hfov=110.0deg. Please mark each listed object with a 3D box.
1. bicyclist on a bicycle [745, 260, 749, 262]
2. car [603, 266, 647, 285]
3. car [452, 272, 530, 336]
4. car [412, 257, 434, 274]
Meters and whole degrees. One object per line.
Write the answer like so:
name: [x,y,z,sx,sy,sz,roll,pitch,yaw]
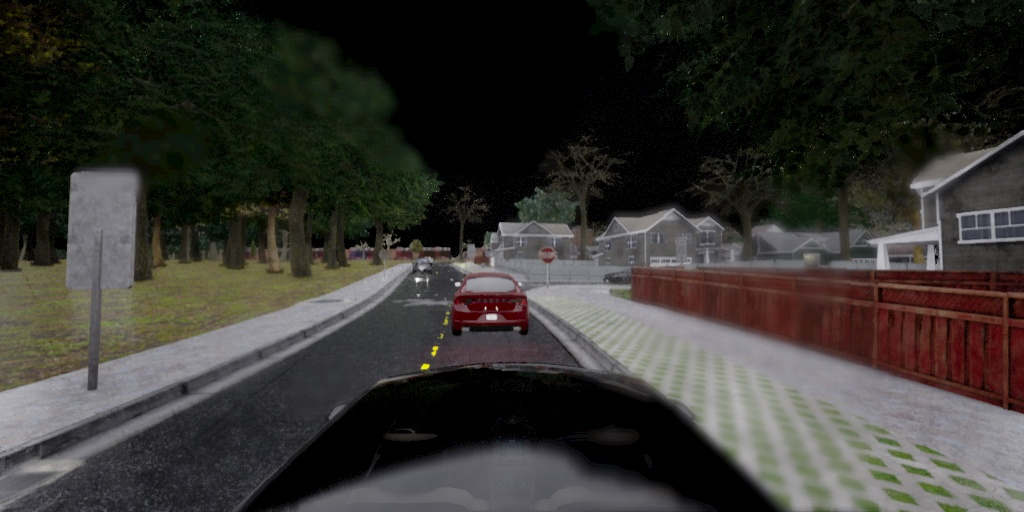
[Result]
bicyclist on a bicycle: [14.920,1.082,22.495,0.582,1.620,1.656,1,-3,-13]
car: [9.763,1.493,27.304,5.357,1.411,2.033,1,-2,-13]
car: [-0.665,1.206,10.457,1.882,1.535,5.008,0,0,-5]
car: [-9.133,1.006,36.559,2.128,1.511,4.902,1,0,-13]
